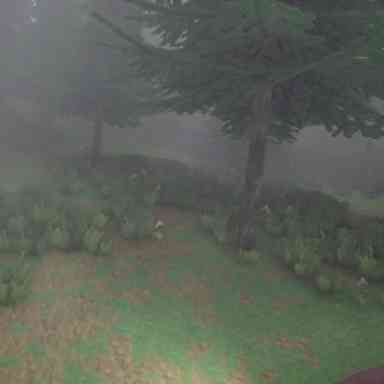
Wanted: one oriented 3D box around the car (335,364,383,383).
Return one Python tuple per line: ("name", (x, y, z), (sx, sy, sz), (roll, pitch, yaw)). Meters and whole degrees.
("car", (3.378, 1.793, 2.234), (4.674, 1.442, 1.812), (2, -3, 6))
